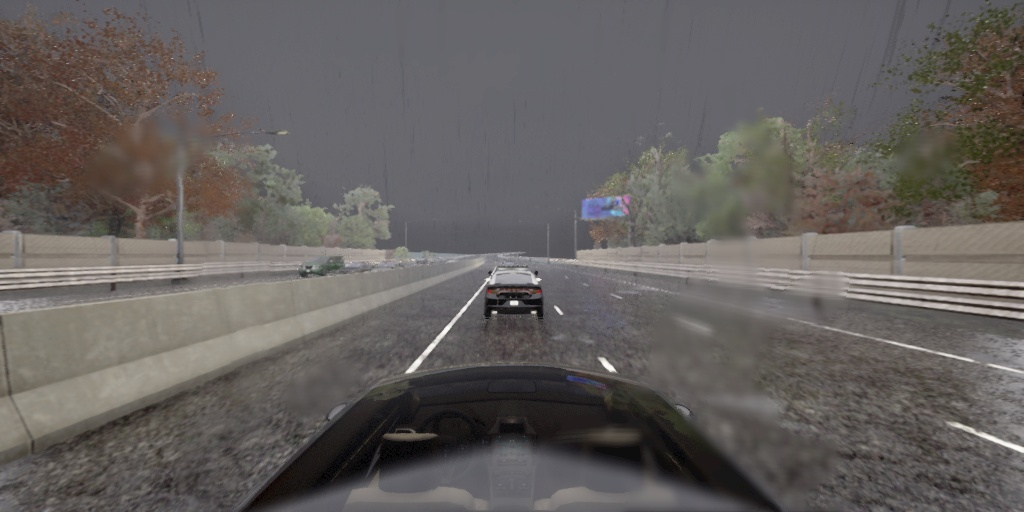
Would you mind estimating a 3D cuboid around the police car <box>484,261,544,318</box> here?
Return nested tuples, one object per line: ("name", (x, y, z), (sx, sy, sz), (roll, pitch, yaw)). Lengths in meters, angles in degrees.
("police car", (0.047, 1.170, 13.069), (1.930, 1.638, 5.238), (0, 0, 0))

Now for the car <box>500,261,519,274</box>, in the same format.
("car", (-0.376, 1.278, 41.339), (2.033, 1.411, 5.357), (0, 0, -1))

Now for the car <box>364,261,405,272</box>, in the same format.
("car", (-10.878, 1.231, 31.708), (2.128, 1.511, 4.902), (0, 0, -1))

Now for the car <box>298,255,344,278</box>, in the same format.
("car", (-17.920, 0.960, 34.195), (2.150, 2.045, 5.566), (0, 0, -1))

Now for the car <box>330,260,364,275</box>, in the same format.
("car", (-14.411, 1.287, 33.469), (2.033, 1.411, 5.357), (0, 0, -1))
